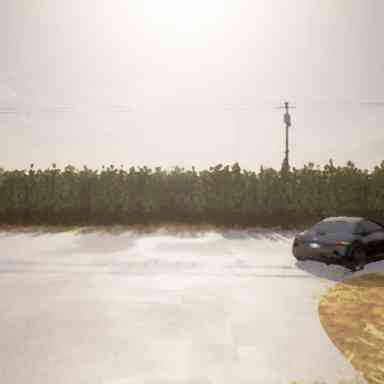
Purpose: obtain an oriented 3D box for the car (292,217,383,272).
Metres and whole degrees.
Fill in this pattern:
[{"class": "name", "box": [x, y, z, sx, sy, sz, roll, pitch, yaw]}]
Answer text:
[{"class": "car", "box": [5.136, 1.485, 10.609, 4.181, 1.385, 1.994, 0, 0, -35]}]
